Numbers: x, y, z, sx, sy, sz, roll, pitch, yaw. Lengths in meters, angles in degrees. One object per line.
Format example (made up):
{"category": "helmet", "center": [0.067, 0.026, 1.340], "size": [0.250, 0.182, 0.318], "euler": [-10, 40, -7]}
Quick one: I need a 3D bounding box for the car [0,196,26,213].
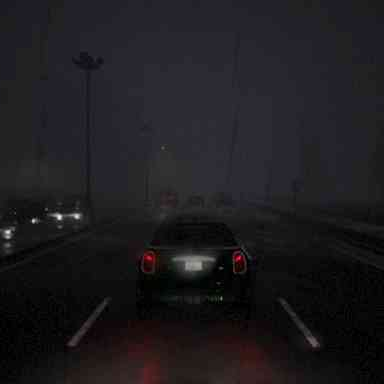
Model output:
{"category": "car", "center": [-18.116, 1.141, 32.108], "size": [1.812, 1.442, 4.674], "euler": [0, 1, 1]}

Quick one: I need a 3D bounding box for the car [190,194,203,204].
{"category": "car", "center": [0.629, 0.995, 50.541], "size": [1.895, 1.301, 4.718], "euler": [0, 1, 1]}

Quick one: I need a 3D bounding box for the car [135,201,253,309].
{"category": "car", "center": [0.060, 1.257, 7.805], "size": [2.097, 1.767, 4.553], "euler": [0, 1, 1]}

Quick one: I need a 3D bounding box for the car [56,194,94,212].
{"category": "car", "center": [-11.116, 0.968, 32.043], "size": [2.097, 1.767, 4.553], "euler": [0, 1, 1]}

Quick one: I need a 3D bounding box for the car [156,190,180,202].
{"category": "car", "center": [-3.010, 0.748, 39.564], "size": [2.150, 2.045, 5.566], "euler": [0, 1, 1]}

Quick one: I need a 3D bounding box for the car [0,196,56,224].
{"category": "car", "center": [-11.252, 1.229, 21.909], "size": [2.128, 1.511, 4.902], "euler": [0, 1, 1]}

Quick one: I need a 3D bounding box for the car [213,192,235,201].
{"category": "car", "center": [4.005, 0.871, 40.156], "size": [2.097, 1.767, 4.553], "euler": [0, 1, 1]}

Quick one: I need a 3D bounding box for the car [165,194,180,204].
{"category": "car", "center": [-2.883, 0.963, 50.178], "size": [1.994, 1.385, 4.181], "euler": [0, 1, 1]}

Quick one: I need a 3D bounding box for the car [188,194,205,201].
{"category": "car", "center": [0.506, 1.008, 40.199], "size": [2.128, 1.511, 4.902], "euler": [0, 1, 1]}
